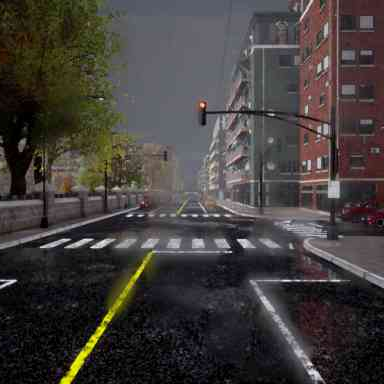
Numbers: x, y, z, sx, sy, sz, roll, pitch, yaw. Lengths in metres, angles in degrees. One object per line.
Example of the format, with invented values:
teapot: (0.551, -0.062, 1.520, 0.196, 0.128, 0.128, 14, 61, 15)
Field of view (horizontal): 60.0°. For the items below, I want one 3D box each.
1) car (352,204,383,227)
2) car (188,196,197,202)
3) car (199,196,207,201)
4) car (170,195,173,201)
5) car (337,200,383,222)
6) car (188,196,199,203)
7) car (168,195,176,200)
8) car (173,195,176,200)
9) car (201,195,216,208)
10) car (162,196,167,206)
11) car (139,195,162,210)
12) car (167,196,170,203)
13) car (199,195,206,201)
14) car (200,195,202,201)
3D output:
car: (14.688, 1.851, 24.722, 4.181, 1.385, 1.994, 1, 0, 0)
car: (0.078, 1.591, 79.635, 1.994, 1.385, 4.181, 0, 0, 0)
car: (2.767, 1.587, 82.658, 1.887, 1.381, 4.507, 0, 0, 0)
car: (-5.624, 1.613, 71.594, 1.802, 1.307, 4.206, 0, 0, 0)
car: (14.643, 1.591, 27.327, 5.009, 1.841, 2.192, 1, -1, 0)
car: (0.070, 1.577, 69.224, 2.033, 1.411, 5.357, 0, 0, 0)
car: (-5.604, 1.580, 93.565, 1.752, 1.417, 4.829, 0, 0, 0)
car: (-5.613, 1.624, 82.665, 1.802, 1.307, 4.206, 0, 0, 0)
car: (2.736, 1.539, 49.616, 1.752, 1.417, 4.829, 0, 0, 0)
car: (-5.640, 1.457, 54.989, 1.967, 1.590, 4.097, 0, 0, 0)
car: (-5.651, 1.324, 43.918, 2.192, 1.841, 5.009, 0, 0, 0)
car: (-5.635, 1.566, 60.524, 1.887, 1.381, 4.507, 0, 0, 0)
car: (2.772, 1.593, 88.193, 1.887, 1.381, 4.507, 0, 0, 0)
car: (2.741, 1.562, 54.981, 1.887, 1.381, 4.507, 0, 0, 0)
